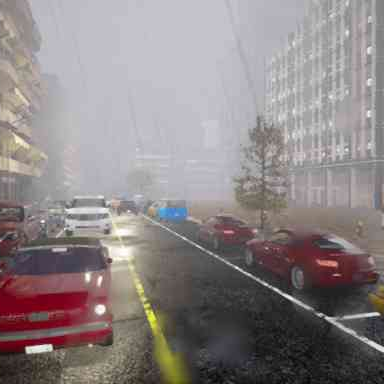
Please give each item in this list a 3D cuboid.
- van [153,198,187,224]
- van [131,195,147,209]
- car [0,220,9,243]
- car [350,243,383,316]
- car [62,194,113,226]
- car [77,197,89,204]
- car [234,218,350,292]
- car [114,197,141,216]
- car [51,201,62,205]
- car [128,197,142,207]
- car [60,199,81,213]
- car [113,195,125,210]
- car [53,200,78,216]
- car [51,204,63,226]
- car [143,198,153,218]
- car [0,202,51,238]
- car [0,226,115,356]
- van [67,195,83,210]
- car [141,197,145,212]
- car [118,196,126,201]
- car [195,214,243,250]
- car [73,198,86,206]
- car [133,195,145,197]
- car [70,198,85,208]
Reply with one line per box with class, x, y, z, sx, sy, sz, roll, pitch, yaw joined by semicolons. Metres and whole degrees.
van;-1.537;1.340;24.773;1.690;1.788;3.998;0;0;-15
van;-7.367;1.352;46.098;1.690;1.788;3.998;0;0;-15
car;-5.203;1.524;6.408;1.752;1.417;4.829;0;0;-15
car;4.248;1.525;3.614;1.752;1.417;4.829;0;0;-15
car;-5.808;1.219;18.844;2.150;2.045;5.566;0;0;-15
car;-21.278;1.598;65.212;1.947;1.339;4.313;0;0;-15
car;2.836;1.580;8.781;1.802;1.307;4.206;0;0;-15
car;-6.471;1.507;32.988;1.837;1.490;4.892;0;0;-15
car;-9.619;1.550;22.565;2.008;1.369;4.403;0;0;-15
car;-8.868;1.541;51.592;1.752;1.417;4.829;0;0;-15
car;-13.992;1.551;38.557;1.887;1.381;4.507;0;0;-15
car;-9.231;1.361;43.032;2.097;1.767;4.553;0;0;-15
car;-12.534;1.569;33.226;1.947;1.339;4.313;0;0;-15
car;-8.162;1.549;17.234;2.008;1.369;4.403;0;0;-15
car;-3.038;1.526;30.268;1.752;1.417;4.829;0;0;-15
car;-6.707;1.313;11.901;2.192;1.841;5.009;0;0;-15
car;-2.441;1.599;6.171;1.895;1.301;4.718;0;0;-15
van;-15.451;1.352;43.888;1.690;1.788;3.998;0;0;-15
car;-4.451;1.569;35.436;1.947;1.339;4.313;0;0;-15
car;-17.567;1.600;83.415;1.887;1.381;4.507;0;0;-15
car;1.379;1.580;14.111;1.802;1.307;4.206;0;0;-15
car;-18.364;1.603;54.549;1.802;1.307;4.206;0;0;-15
car;-5.909;1.447;40.766;1.967;1.590;4.097;0;0;-15
car;-16.906;1.598;49.219;1.802;1.307;4.206;0;0;-15
